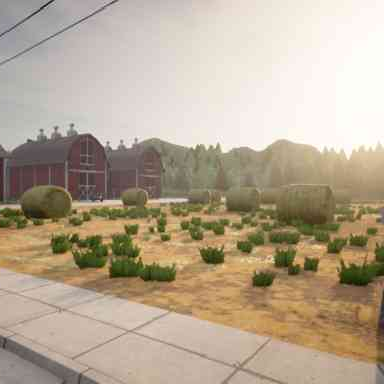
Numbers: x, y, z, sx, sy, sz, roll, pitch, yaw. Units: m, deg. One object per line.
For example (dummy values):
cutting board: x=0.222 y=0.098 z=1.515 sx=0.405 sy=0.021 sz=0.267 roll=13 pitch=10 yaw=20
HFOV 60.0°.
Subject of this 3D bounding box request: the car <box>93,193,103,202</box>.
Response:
car: x=-19.651 y=1.115 z=69.803 sx=1.905 sy=1.878 sz=3.866 roll=6 pitch=1 yaw=-10
